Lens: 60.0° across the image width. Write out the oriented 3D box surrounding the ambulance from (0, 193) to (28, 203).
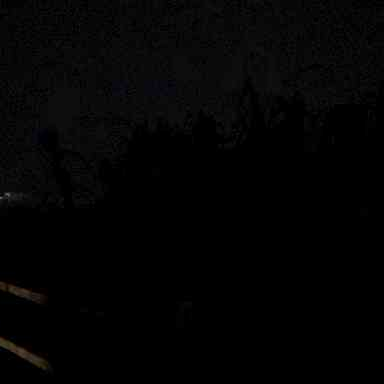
[{"bbox_3d":[-42.145,1.402,78.036,2.351,2.431,6.366,1,0,36],"label":"ambulance"}]
